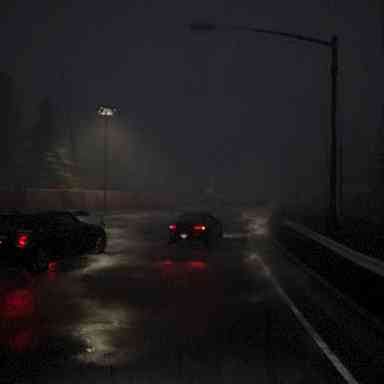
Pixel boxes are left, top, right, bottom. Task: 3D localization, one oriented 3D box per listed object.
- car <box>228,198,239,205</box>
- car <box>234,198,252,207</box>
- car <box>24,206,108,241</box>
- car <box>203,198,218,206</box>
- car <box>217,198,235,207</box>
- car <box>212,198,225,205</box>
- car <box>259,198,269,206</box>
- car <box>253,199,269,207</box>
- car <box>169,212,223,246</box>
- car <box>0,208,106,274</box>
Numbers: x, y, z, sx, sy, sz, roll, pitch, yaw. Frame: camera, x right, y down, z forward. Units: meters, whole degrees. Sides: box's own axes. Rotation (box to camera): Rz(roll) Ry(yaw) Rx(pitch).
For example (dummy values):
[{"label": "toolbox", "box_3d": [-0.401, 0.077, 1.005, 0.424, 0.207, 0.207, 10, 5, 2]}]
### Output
[{"label": "car", "box_3d": [9.777, 2.183, 78.140, 1.837, 1.490, 4.892, 1, -1, 15]}, {"label": "car", "box_3d": [10.423, 2.270, 67.167, 2.033, 1.411, 5.357, 1, -1, 15]}, {"label": "car", "box_3d": [-6.487, 1.582, 17.826, 1.812, 1.442, 4.674, 1, -1, 15]}, {"label": "car", "box_3d": [3.669, 2.142, 69.001, 1.837, 1.490, 4.892, 1, -1, 15]}, {"label": "car", "box_3d": [7.046, 2.163, 68.084, 1.882, 1.535, 5.008, 1, -1, 15]}, {"label": "car", "box_3d": [6.399, 2.165, 79.057, 2.128, 1.511, 4.902, 1, -1, 15]}, {"label": "car", "box_3d": [16.532, 2.268, 76.306, 1.837, 1.490, 4.892, 1, -1, 15]}, {"label": "car", "box_3d": [13.801, 2.271, 66.250, 1.837, 1.490, 4.892, 1, -1, 15]}, {"label": "car", "box_3d": [0.273, 1.667, 16.010, 1.812, 1.442, 4.674, 1, -1, 15]}, {"label": "car", "box_3d": [-4.713, 1.376, 11.001, 2.097, 1.767, 4.553, 1, -1, 15]}]
